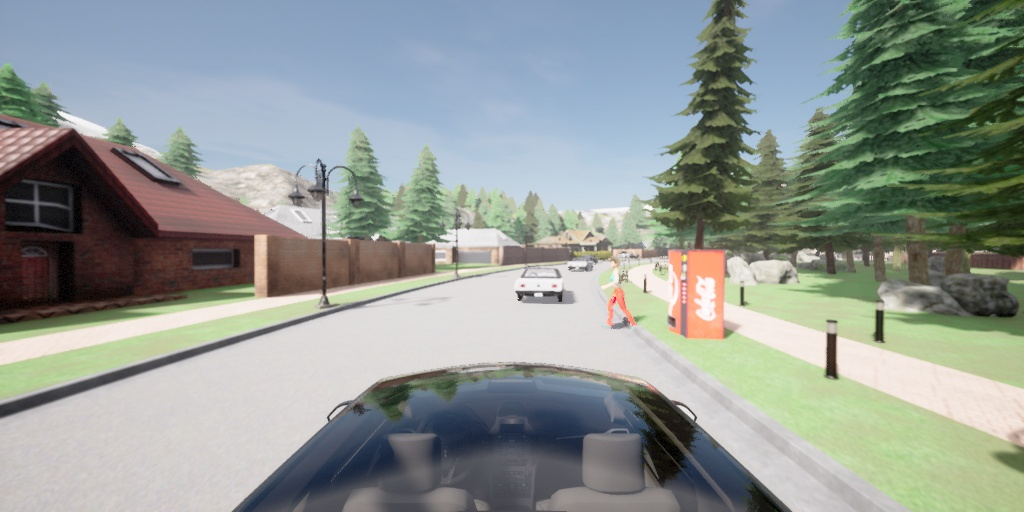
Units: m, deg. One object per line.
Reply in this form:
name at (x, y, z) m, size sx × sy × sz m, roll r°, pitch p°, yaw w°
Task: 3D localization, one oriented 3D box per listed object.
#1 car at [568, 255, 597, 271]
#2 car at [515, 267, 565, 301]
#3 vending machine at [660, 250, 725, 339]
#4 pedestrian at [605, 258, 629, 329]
car at (7.112, 0.829, 36.613) m, size 1.895 × 1.301 × 4.718 m, roll 0°, pitch 1°, yaw 22°
car at (1.352, 1.137, 15.762) m, size 1.895 × 1.301 × 4.718 m, roll 0°, pitch 1°, yaw 9°
vending machine at (4.143, 0.854, 8.168) m, size 1.100 × 2.100 × 0.880 m, roll 0°, pitch 0°, yaw 5°
pedestrian at (2.640, 0.936, 9.025) m, size 0.375 × 1.860 × 0.375 m, roll 0°, pitch 1°, yaw 5°
